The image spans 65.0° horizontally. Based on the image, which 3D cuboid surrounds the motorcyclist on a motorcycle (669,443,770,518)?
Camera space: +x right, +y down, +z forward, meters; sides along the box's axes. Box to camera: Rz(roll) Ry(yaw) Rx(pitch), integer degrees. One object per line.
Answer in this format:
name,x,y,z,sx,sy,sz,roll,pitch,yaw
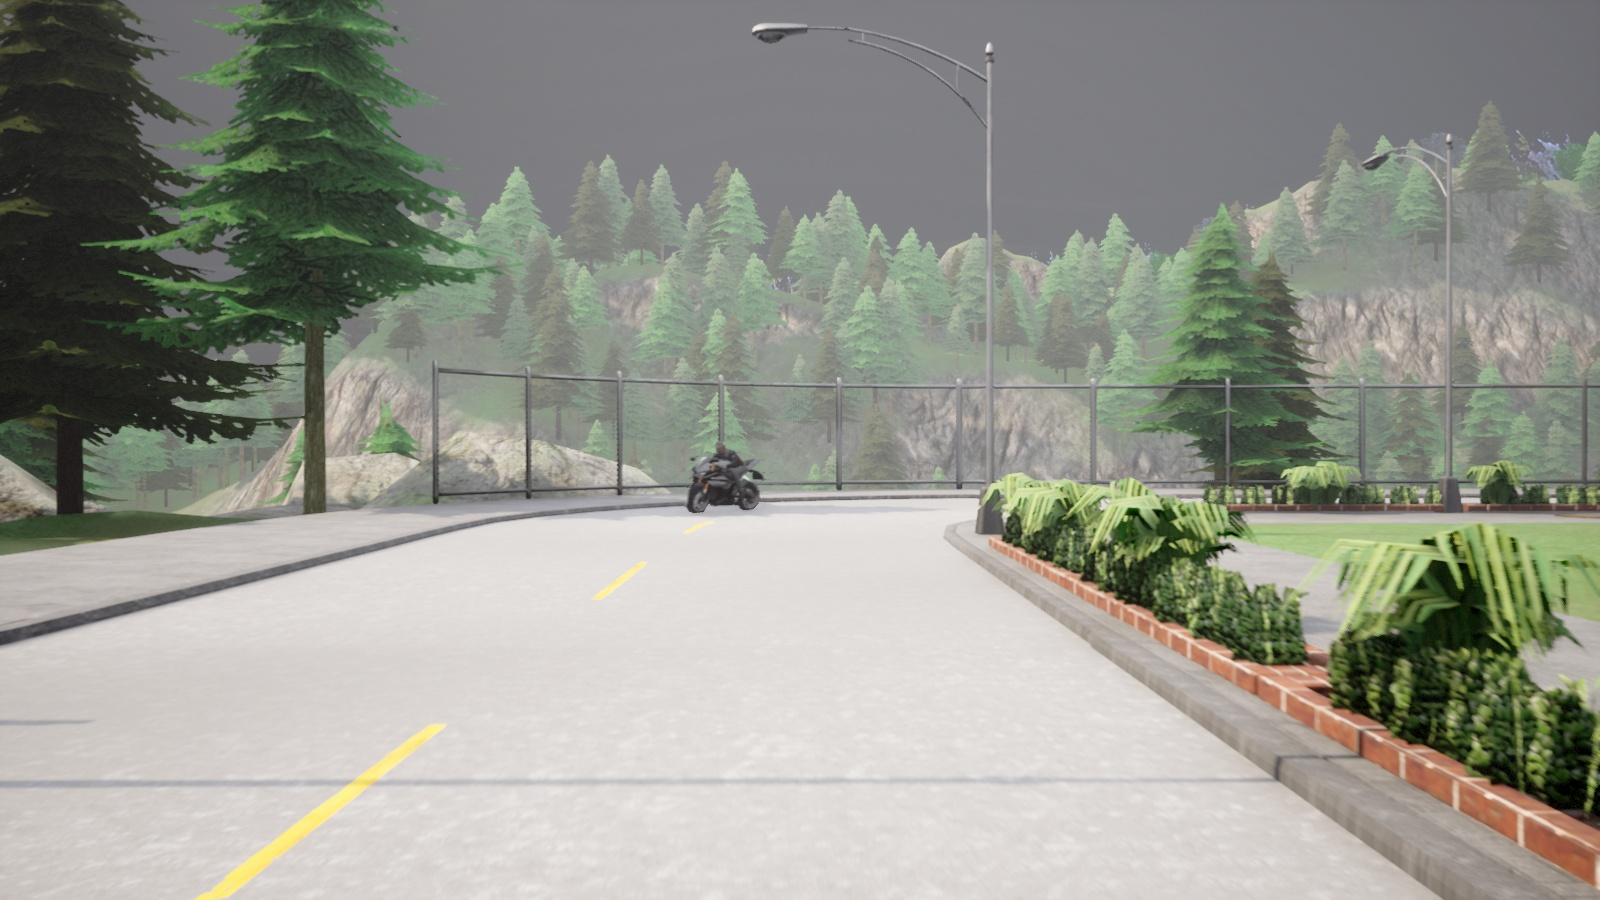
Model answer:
motorcyclist on a motorcycle,-1.716,0.629,27.090,0.866,1.530,2.191,2,1,41
